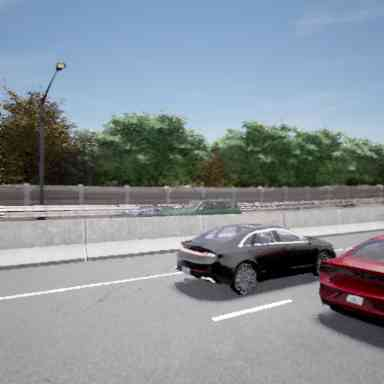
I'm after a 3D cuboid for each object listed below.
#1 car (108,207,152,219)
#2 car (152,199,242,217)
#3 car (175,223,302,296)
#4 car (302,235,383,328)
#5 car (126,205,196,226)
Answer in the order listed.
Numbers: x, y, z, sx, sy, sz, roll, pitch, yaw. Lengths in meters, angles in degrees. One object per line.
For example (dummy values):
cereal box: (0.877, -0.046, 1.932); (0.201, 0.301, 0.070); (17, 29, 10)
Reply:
car: (-3.266, 1.756, 22.586); (4.902, 1.511, 2.128); (1, -1, -33)
car: (0.622, 1.481, 20.941); (5.566, 2.045, 2.150); (1, -1, -33)
car: (1.887, 1.613, 9.008); (4.902, 1.511, 2.128); (1, -1, -33)
car: (4.657, 1.581, 6.634); (5.008, 1.535, 1.882); (1, -1, -33)
car: (-2.477, 1.869, 27.267); (5.357, 1.411, 2.033); (1, -1, -33)
